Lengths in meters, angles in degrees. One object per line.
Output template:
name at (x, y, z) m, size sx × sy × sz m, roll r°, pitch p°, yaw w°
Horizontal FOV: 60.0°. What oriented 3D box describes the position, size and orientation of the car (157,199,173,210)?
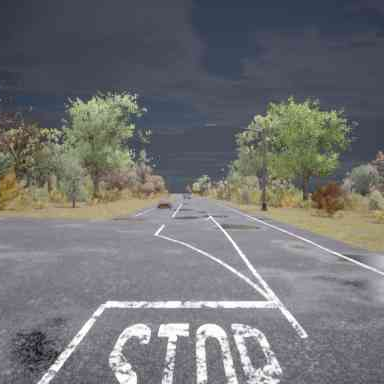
car at (-3.561, 1.625, 43.826) m, size 1.895 × 1.301 × 4.718 m, roll 0°, pitch 0°, yaw 0°
